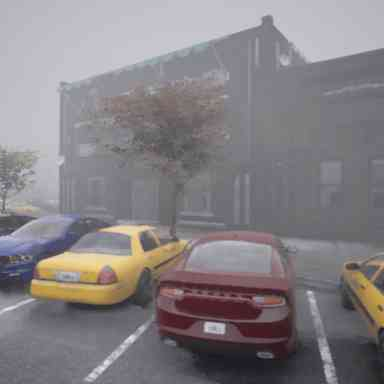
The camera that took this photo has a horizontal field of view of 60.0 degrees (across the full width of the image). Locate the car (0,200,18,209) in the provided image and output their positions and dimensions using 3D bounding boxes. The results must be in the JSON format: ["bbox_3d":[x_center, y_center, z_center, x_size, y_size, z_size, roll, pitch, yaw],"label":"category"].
[{"bbox_3d":[-33.246,2.197,57.837,4.892,1.521,2.231,0,-1,15],"label":"car"}]

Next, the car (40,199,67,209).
[{"bbox_3d":[-27.476,2.378,66.210,4.553,1.767,2.185,0,-2,15],"label":"car"}]

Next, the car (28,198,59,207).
[{"bbox_3d":[-19.980,1.927,45.107,5.566,2.045,2.435,2,-1,15],"label":"car"}]

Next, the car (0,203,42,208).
[{"bbox_3d":[-8.715,1.411,13.170,2.231,1.521,4.892,1,0,16],"label":"car"}]

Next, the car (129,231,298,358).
[{"bbox_3d":[0.922,1.472,6.284,2.097,1.535,5.008,0,-1,15],"label":"car"}]

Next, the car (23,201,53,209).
[{"bbox_3d":[-29.353,2.431,63.408,4.792,1.488,2.163,0,-2,15],"label":"car"}]

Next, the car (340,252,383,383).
[{"bbox_3d":[3.368,1.487,4.746,1.946,1.575,5.366,0,-1,16],"label":"car"}]

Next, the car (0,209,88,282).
[{"bbox_3d":[-3.904,1.441,9.728,2.097,1.535,5.008,1,0,16],"label":"car"}]

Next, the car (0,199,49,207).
[{"bbox_3d":[-21.568,2.074,42.580,5.366,1.575,1.946,2,-1,15],"label":"car"}]

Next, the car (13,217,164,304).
[{"bbox_3d":[-1.447,1.456,8.186,1.946,1.575,5.366,0,-1,16],"label":"car"}]

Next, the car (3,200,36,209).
[{"bbox_3d":[-31.497,2.295,60.668,5.366,1.575,1.946,0,-2,15],"label":"car"}]

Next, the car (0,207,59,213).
[{"bbox_3d":[-6.302,1.456,11.474,2.163,1.488,4.792,0,-1,16],"label":"car"}]
